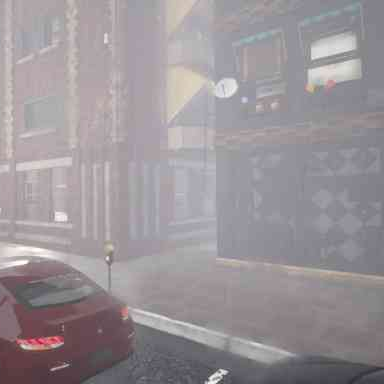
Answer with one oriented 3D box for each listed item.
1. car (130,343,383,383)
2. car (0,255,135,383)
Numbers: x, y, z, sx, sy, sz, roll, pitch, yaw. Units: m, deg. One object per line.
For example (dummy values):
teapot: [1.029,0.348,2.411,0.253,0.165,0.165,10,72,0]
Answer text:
car: [1.975,1.566,1.439,4.313,1.339,1.947,0,-1,35]
car: [-2.633,1.583,4.720,4.206,1.307,1.802,0,-1,35]
